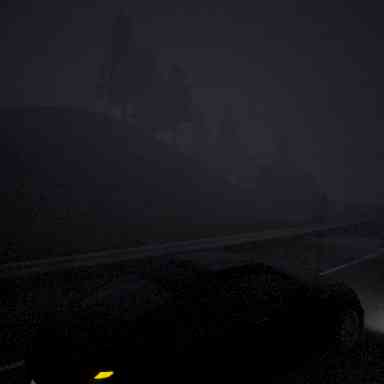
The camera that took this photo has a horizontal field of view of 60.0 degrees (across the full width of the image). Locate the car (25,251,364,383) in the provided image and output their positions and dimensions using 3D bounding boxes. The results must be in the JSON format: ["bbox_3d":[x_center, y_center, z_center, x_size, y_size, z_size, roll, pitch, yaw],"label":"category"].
[{"bbox_3d":[0.423,1.538,4.371,4.674,1.442,1.812,0,0,-38],"label":"car"}]
